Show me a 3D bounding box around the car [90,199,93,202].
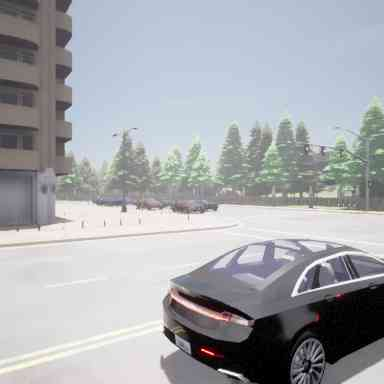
[{"bbox_3d":[-16.610,1.492,62.611,5.357,1.411,2.033,0,0,28],"label":"car"}]

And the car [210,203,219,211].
[{"bbox_3d":[1.063,1.545,38.971,1.895,1.301,4.718,0,0,-35],"label":"car"}]

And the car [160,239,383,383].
[{"bbox_3d":[1.880,1.492,5.129,4.902,1.511,2.128,0,0,-35],"label":"car"}]

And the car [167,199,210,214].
[{"bbox_3d":[-0.405,1.508,34.929,1.994,1.385,4.181,0,0,-35],"label":"car"}]

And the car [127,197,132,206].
[{"bbox_3d":[-10.897,1.470,54.010,4.674,1.442,1.812,0,0,42],"label":"car"}]

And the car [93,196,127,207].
[{"bbox_3d":[-12.609,1.545,50.988,4.718,1.301,1.895,0,0,42],"label":"car"}]

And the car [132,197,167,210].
[{"bbox_3d":[-5.444,1.470,42.091,1.812,1.442,4.674,0,0,-36],"label":"car"}]
